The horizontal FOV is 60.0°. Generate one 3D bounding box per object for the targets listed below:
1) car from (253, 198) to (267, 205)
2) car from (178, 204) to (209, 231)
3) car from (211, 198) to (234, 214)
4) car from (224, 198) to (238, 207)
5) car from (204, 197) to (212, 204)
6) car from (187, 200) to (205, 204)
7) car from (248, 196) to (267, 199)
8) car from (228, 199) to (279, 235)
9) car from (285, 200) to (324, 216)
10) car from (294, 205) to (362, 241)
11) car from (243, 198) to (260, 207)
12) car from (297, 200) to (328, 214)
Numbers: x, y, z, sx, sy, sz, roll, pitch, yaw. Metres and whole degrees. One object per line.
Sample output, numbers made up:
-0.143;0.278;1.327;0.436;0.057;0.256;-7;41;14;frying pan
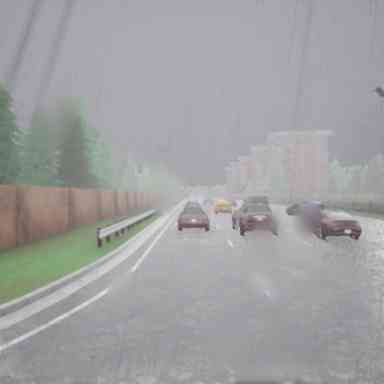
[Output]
14.002;2.013;69.063;1.994;1.385;4.181;0;0;0;car
0.106;1.711;21.933;1.994;1.385;4.181;0;0;0;car
3.611;1.740;39.335;1.882;1.535;5.008;0;0;0;car
7.054;1.899;61.018;2.128;1.511;4.902;0;0;1;car
3.505;1.812;68.587;2.097;1.767;4.553;0;0;0;car
0.110;1.822;38.585;1.994;1.385;4.181;0;0;0;car
7.110;1.468;36.940;2.150;2.045;5.566;0;0;0;car
3.604;1.485;19.712;2.097;1.767;4.553;0;0;0;car
10.609;1.763;32.269;2.033;1.411;5.357;0;0;0;car
7.104;1.643;17.458;1.812;1.442;4.674;0;0;0;car
10.528;1.888;59.194;2.128;1.511;4.902;0;0;0;car
14.109;1.740;39.334;1.882;1.535;5.008;0;0;0;car
